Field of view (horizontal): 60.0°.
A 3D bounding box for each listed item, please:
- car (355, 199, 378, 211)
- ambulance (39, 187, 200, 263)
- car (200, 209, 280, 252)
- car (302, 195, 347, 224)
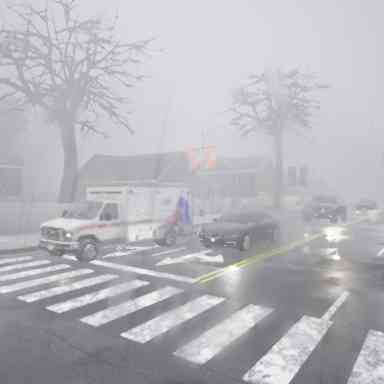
[{"bbox_3d":[21.193,1.521,40.299,2.033,1.411,5.357,0,0,36],"label":"car"},{"bbox_3d":[-2.560,1.029,12.964,2.351,2.431,6.366,0,0,36],"label":"ambulance"},{"bbox_3d":[2.181,1.502,14.137,1.837,1.490,4.892,0,0,36],"label":"car"},{"bbox_3d":[10.121,1.219,25.120,2.150,2.045,5.566,0,0,36],"label":"car"}]
